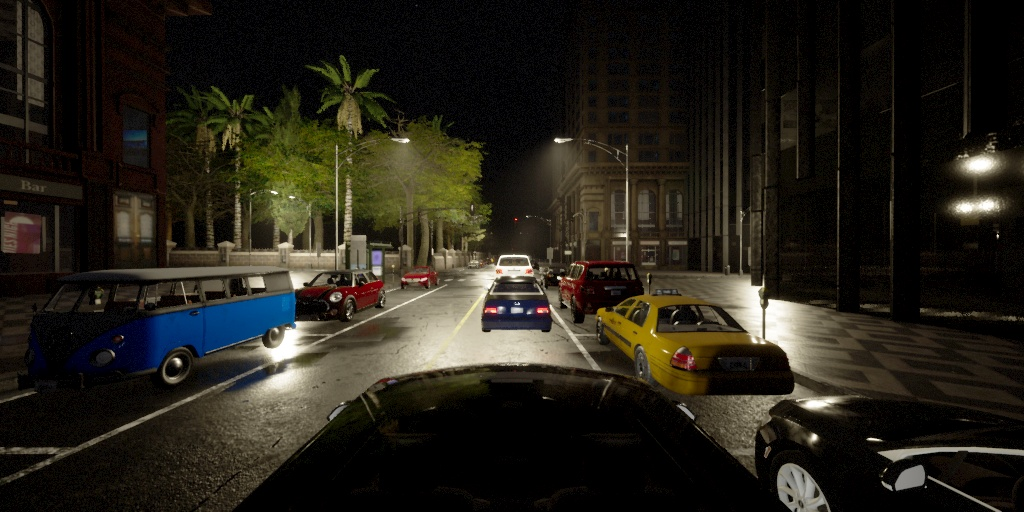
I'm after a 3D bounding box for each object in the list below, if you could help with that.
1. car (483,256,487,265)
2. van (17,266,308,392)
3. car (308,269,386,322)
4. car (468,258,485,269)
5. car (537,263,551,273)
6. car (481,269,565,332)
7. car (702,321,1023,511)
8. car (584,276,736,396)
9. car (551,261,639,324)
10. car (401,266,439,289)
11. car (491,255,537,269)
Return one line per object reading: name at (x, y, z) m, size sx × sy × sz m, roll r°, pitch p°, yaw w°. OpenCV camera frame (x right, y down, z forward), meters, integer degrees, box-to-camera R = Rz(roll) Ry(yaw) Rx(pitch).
car at (-5.733, 1.159, 60.085) m, size 1.967 × 1.591 × 4.097 m, roll 0°, pitch 0°, yaw 0°
van at (-5.761, 1.090, 6.526) m, size 1.690 × 1.789 × 3.998 m, roll 0°, pitch 0°, yaw 0°
car at (-5.758, 1.188, 11.952) m, size 1.967 × 1.591 × 4.097 m, roll 0°, pitch 0°, yaw 0°
car at (-5.736, 1.274, 54.664) m, size 2.007 × 1.370 × 4.403 m, roll 0°, pitch 0°, yaw 0°
car at (2.773, 1.310, 22.783) m, size 1.948 × 1.339 × 4.313 m, roll 0°, pitch 0°, yaw 0°
car at (0.107, 1.296, 10.753) m, size 2.033 × 1.411 × 5.357 m, roll 0°, pitch 0°, yaw 0°
car at (2.762, 1.300, 1.082) m, size 2.007 × 1.370 × 4.403 m, roll 0°, pitch 0°, yaw 0°
car at (2.765, 1.275, 6.677) m, size 1.751 × 1.417 × 4.829 m, roll 0°, pitch 0°, yaw 0°
car at (2.767, 1.063, 11.932) m, size 2.192 × 1.841 × 5.009 m, roll 0°, pitch 0°, yaw 0°
car at (-5.753, 1.326, 22.805) m, size 1.802 × 1.307 × 4.207 m, roll 0°, pitch 0°, yaw 0°
car at (0.110, 0.968, 21.324) m, size 2.150 × 2.045 × 5.566 m, roll 0°, pitch 0°, yaw 0°
